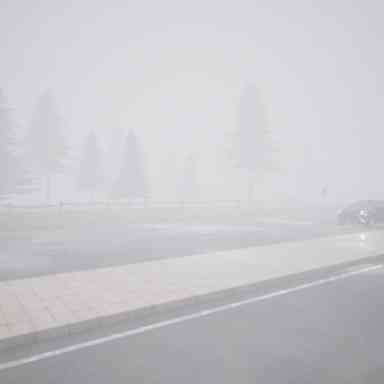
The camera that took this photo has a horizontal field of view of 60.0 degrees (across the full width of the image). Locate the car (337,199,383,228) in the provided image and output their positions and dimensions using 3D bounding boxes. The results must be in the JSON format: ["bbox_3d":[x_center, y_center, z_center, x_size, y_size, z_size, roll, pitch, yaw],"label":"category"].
[{"bbox_3d":[11.742,1.297,22.277,4.553,1.767,2.097,1,0,-34],"label":"car"}]
